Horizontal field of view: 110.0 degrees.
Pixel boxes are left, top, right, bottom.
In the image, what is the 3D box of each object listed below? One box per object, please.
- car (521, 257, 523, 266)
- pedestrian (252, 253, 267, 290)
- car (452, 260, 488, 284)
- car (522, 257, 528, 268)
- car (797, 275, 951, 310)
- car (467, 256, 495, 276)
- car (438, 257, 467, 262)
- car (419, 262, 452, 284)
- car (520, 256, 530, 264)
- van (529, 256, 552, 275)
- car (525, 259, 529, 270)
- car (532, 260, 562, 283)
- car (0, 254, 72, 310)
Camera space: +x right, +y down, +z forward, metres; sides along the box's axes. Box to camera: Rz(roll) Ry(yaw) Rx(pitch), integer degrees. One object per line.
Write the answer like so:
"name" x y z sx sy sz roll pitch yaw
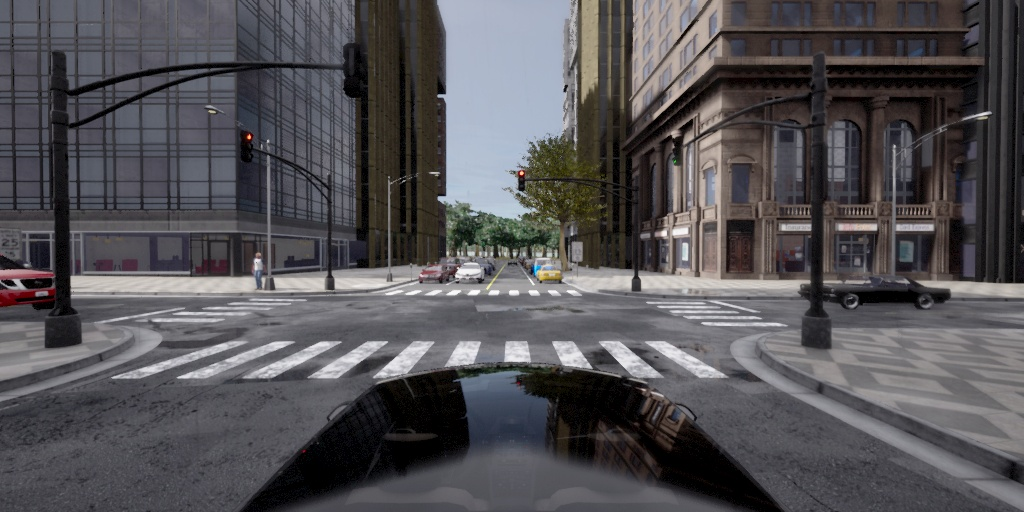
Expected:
"car" 2.770 1.212 55.343 1.888 1.381 4.507 0 0 0
"pedestrian" -12.520 0.741 17.767 0.375 1.860 0.375 0 0 0
"car" -3.093 1.254 27.180 1.812 1.442 4.674 0 0 0
"car" 2.770 1.208 49.834 1.751 1.417 4.829 0 0 0
"car" 14.712 1.443 14.787 4.718 1.301 1.895 0 1 0
"car" -3.093 1.065 36.266 2.097 1.767 4.553 0 0 0
"car" -5.758 1.034 32.618 2.192 1.841 5.009 0 0 0
"car" -5.759 1.311 26.937 1.802 1.307 4.207 0 0 0
"car" 2.771 1.202 61.022 2.007 1.370 4.403 0 0 0
"van" 2.767 1.060 32.625 1.690 1.789 3.998 0 0 0
"car" 2.768 1.275 38.305 1.948 1.339 4.313 0 0 0
"car" 2.766 1.254 27.115 1.751 1.417 4.829 0 0 0
"car" -17.893 0.848 11.521 5.566 2.045 2.150 0 1 0
